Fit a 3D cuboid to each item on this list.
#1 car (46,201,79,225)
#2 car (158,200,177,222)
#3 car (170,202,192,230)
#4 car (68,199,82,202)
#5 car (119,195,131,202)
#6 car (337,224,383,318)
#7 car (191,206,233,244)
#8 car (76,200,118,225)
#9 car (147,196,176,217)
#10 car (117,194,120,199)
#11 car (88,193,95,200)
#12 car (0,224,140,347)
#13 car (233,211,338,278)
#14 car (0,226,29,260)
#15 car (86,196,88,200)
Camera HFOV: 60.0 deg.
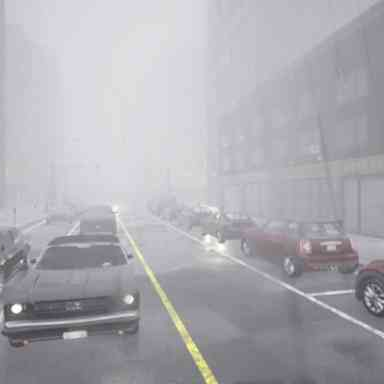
[{"bbox_3d":[-9.447,1.582,24.143,1.802,1.307,4.206,0,0,-15],"label":"car"},{"bbox_3d":[-1.208,1.565,26.339,1.947,1.339,4.313,0,0,-15],"label":"car"},{"bbox_3d":[0.209,1.549,21.000,2.008,1.369,4.403,0,0,-15],"label":"car"},{"bbox_3d":[-10.865,1.566,29.483,1.947,1.339,4.313,0,0,-15],"label":"car"},{"bbox_3d":[-15.584,1.465,79.363,1.967,1.590,4.097,0,0,-16],"label":"car"},{"bbox_3d":[4.462,1.439,4.984,1.967,1.590,4.097,0,0,-15],"label":"car"},{"bbox_3d":[1.627,1.550,15.662,2.008,1.369,4.403,0,0,-15],"label":"car"},{"bbox_3d":[-5.314,1.477,18.979,1.882,1.535,5.008,0,0,-15],"label":"car"},{"bbox_3d":[-2.626,1.314,31.678,2.192,1.841,5.009,0,0,-15],"label":"car"},{"bbox_3d":[-18.726,1.619,90.228,1.802,1.307,4.206,0,0,-16],"label":"car"},{"bbox_3d":[-26.918,1.478,87.868,1.967,1.590,4.097,0,0,-16],"label":"car"},{"bbox_3d":[-2.135,1.601,6.580,1.895,1.301,4.718,0,0,-15],"label":"car"},{"bbox_3d":[3.044,1.439,10.323,1.967,1.590,4.097,0,0,-15],"label":"car"},{"bbox_3d":[-5.192,1.566,8.123,1.947,1.339,4.313,0,0,-15],"label":"car"},{"bbox_3d":[-12.283,1.440,34.823,1.967,1.590,4.097,0,0,-15],"label":"car"}]
